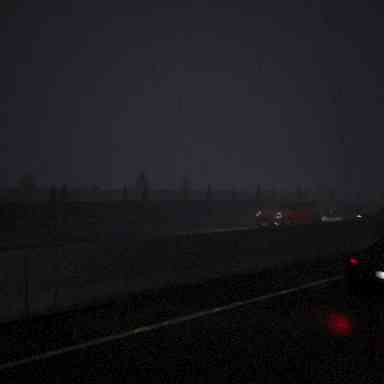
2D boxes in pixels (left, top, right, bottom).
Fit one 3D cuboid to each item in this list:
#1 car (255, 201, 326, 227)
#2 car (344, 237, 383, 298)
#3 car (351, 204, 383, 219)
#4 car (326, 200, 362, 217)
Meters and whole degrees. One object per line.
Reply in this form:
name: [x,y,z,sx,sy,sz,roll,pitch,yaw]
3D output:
car: [6.159,1.369,21.269,4.553,1.767,2.097,0,0,-35]
car: [5.318,1.573,7.536,4.181,1.385,1.994,0,0,-36]
car: [12.689,1.624,21.619,4.718,1.301,1.895,0,0,-35]
car: [14.604,1.524,31.561,4.902,1.511,2.128,0,0,-35]
